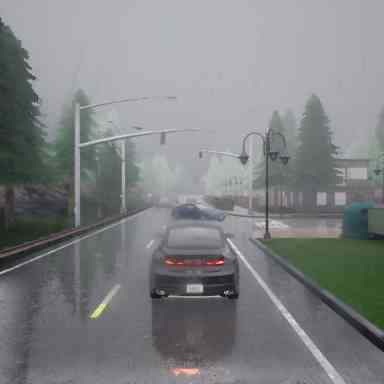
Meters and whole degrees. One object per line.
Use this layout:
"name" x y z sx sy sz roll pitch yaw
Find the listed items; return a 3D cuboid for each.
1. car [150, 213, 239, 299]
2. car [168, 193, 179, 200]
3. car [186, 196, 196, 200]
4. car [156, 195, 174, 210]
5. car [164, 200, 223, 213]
"car" 0.055 1.505 8.456 1.837 1.490 4.892 0 0 0
"car" -3.699 1.224 62.468 2.150 2.045 5.566 0 0 0
"car" -0.147 1.564 66.664 1.994 1.385 4.181 0 0 0
"car" -3.695 1.525 43.996 1.812 1.442 4.674 0 0 0
"car" 0.361 1.593 25.816 4.674 1.442 1.812 0 1 40
